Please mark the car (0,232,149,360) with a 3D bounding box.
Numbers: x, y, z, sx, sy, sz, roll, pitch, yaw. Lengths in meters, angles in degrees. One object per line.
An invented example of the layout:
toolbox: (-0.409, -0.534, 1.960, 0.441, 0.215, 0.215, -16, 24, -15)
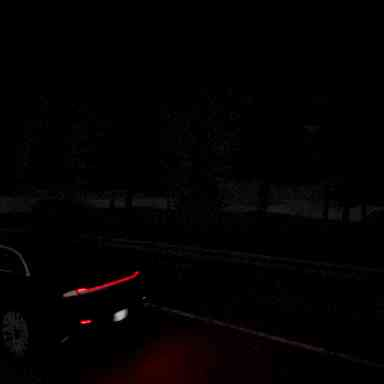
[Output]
car: (-3.022, 1.478, 5.912, 4.902, 1.511, 2.128, 0, 0, 33)
